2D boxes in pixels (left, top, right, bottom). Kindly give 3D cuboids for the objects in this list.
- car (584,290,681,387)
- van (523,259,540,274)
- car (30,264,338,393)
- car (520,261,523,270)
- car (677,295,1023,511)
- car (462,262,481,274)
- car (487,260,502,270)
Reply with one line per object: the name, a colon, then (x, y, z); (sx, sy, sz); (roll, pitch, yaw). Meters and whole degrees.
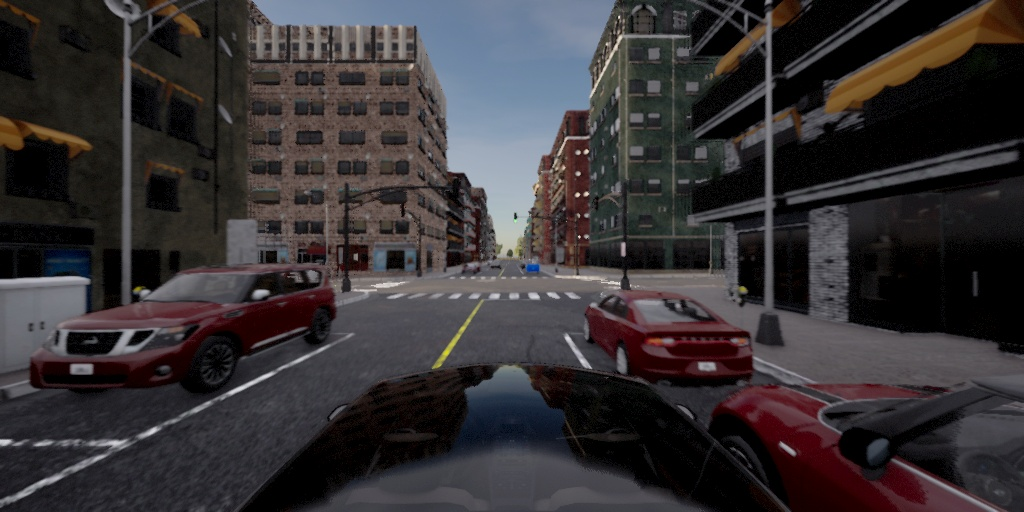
car: (2.565, 1.322, 6.940); (1.888, 1.381, 4.507); (0, 0, 0)
van: (2.565, 1.307, 44.983); (1.690, 1.789, 3.998); (0, 0, 0)
car: (-5.316, 1.092, 6.940); (2.192, 1.841, 5.009); (0, 0, 0)
car: (2.565, 1.611, 61.784); (1.948, 1.339, 4.313); (0, 0, 0)
car: (2.565, 1.188, 1.346); (1.967, 1.591, 4.097); (0, 0, 0)
car: (-5.282, 1.549, 45.144); (1.802, 1.307, 4.207); (0, 0, 0)
car: (-2.750, 1.558, 60.612); (1.837, 1.490, 4.892); (0, 0, 0)
